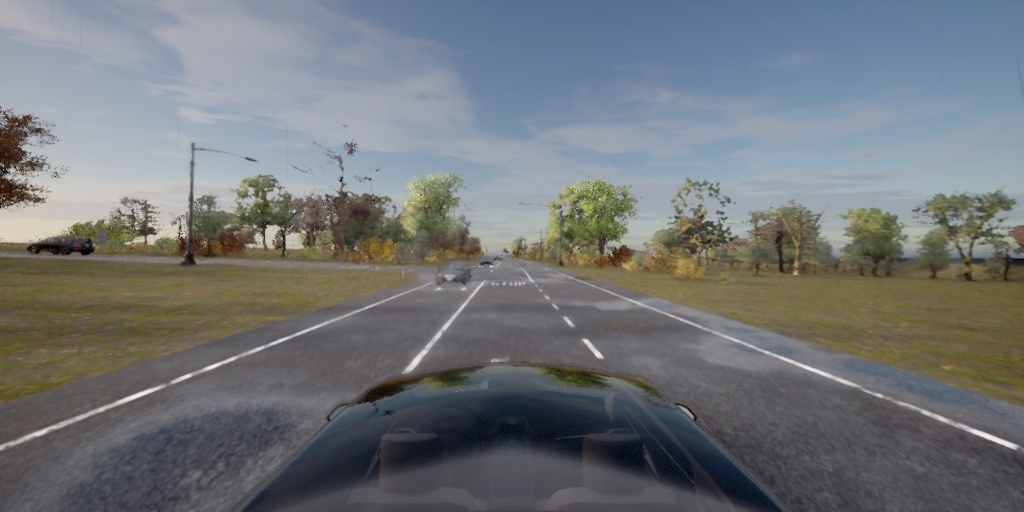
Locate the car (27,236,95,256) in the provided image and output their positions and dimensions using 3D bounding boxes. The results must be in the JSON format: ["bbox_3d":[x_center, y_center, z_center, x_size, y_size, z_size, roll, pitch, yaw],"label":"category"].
[{"bbox_3d":[-49.298,-1.100,39.320,5.566,2.045,2.150,2,0,-1],"label":"car"}]

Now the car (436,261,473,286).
[{"bbox_3d":[-3.707,1.105,23.643,2.128,1.511,4.902,0,0,-1],"label":"car"}]

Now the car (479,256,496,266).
[{"bbox_3d":[-4.138,0.719,58.503,2.097,1.767,4.553,0,0,-1],"label":"car"}]
